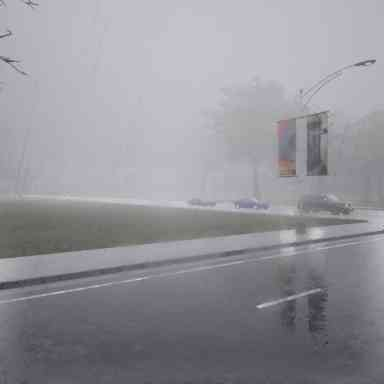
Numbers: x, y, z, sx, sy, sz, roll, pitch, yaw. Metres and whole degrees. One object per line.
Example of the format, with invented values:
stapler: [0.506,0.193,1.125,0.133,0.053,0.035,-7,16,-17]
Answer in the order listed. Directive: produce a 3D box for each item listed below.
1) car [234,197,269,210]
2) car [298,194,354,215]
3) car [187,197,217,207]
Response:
car: [7.507,1.444,42.223,1.882,1.535,5.008,0,0,-36]
car: [13.518,1.224,33.989,2.150,2.045,5.566,0,0,-36]
car: [1.424,1.483,50.569,2.033,1.411,5.357,0,0,-36]
